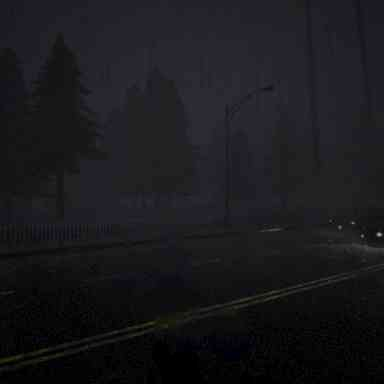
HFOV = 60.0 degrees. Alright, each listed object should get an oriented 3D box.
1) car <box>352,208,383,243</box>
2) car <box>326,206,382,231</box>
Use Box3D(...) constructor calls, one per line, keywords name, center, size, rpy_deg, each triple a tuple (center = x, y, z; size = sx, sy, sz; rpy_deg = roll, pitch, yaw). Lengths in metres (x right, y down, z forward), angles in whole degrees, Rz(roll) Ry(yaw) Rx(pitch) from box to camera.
Box3D(name="car", center=(9.306, 1.563, 14.750), size=(4.181, 1.385, 1.994), rpy_deg=(0, 0, -35))
Box3D(name="car", center=(10.255, 1.547, 19.651), size=(5.357, 1.411, 2.033), rpy_deg=(0, 0, -34))
